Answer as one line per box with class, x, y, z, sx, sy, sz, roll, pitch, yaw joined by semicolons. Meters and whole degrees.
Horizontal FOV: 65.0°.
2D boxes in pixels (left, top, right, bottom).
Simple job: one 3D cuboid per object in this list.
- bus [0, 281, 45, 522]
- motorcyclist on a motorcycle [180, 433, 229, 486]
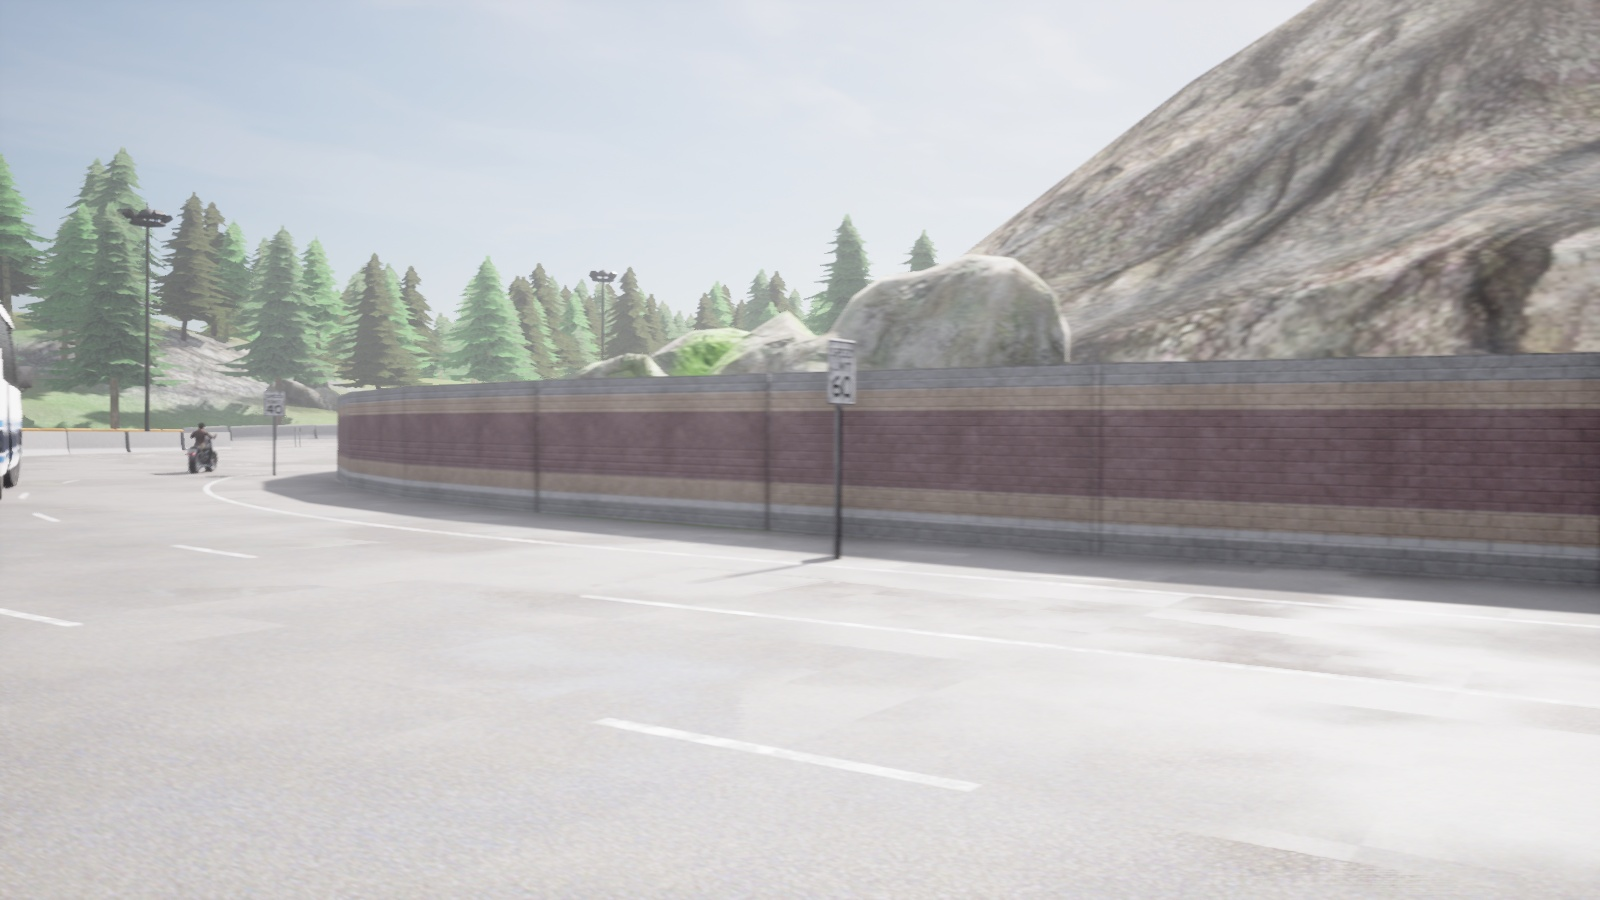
bus;-18.050;-0.857;25.927;3.944;4.253;10.273;-2;1;-30
motorcyclist on a motorcycle;-18.811;0.279;39.702;0.766;1.649;2.350;0;1;-9
